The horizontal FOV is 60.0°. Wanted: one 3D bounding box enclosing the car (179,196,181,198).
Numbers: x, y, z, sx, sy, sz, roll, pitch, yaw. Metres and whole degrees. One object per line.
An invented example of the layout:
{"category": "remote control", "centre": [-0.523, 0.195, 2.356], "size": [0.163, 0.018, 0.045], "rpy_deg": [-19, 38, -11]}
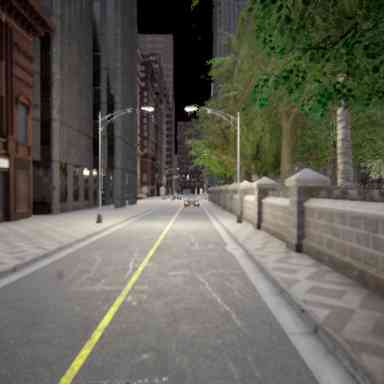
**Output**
{"category": "car", "centre": [-3.019, 1.097, 66.333], "size": [1.994, 1.385, 4.181], "rpy_deg": [0, 0, 0]}

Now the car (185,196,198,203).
{"category": "car", "centre": [-0.011, 1.199, 37.967], "size": [1.895, 1.301, 4.718], "rpy_deg": [0, 0, 0]}

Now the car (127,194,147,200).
{"category": "car", "centre": [-14.907, 1.362, 86.307], "size": [5.009, 1.841, 2.192], "rpy_deg": [-1, 1, 0]}

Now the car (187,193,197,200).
{"category": "car", "centre": [-0.022, 1.024, 75.784], "size": [2.033, 1.411, 5.357], "rpy_deg": [0, 0, 0]}
